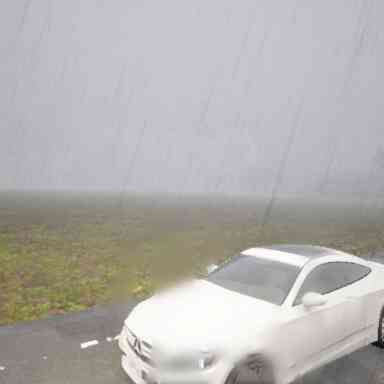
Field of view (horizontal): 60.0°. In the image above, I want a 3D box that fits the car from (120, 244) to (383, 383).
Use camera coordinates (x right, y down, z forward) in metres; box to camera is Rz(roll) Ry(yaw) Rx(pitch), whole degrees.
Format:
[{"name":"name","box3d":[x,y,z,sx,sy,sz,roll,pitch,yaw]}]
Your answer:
[{"name":"car","box3d":[1.303,1.551,4.803,4.674,1.442,1.812,1,0,-36]}]
